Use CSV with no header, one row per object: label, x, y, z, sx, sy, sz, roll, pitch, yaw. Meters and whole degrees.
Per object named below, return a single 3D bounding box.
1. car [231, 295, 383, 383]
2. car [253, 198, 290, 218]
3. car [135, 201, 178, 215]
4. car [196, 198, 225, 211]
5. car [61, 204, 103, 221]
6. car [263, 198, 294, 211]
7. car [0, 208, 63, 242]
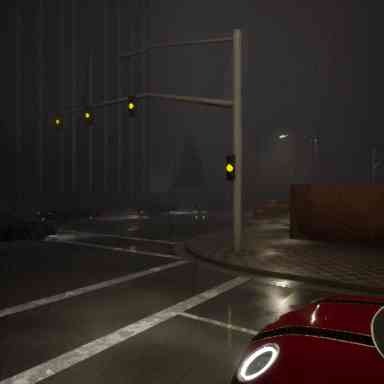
car,2.501,1.352,2.175,4.553,1.767,2.097,0,0,36
car,7.251,1.477,30.243,1.882,1.535,5.008,0,0,35
car,-3.498,1.601,33.572,1.895,1.301,4.718,0,0,35
car,2.344,1.491,41.784,2.128,1.511,4.902,0,0,36
car,-9.276,1.601,25.415,1.895,1.301,4.718,0,0,35
car,10.784,1.491,41.299,2.128,1.511,4.902,0,0,36
car,-8.543,1.547,13.987,2.033,1.411,5.357,0,0,35
